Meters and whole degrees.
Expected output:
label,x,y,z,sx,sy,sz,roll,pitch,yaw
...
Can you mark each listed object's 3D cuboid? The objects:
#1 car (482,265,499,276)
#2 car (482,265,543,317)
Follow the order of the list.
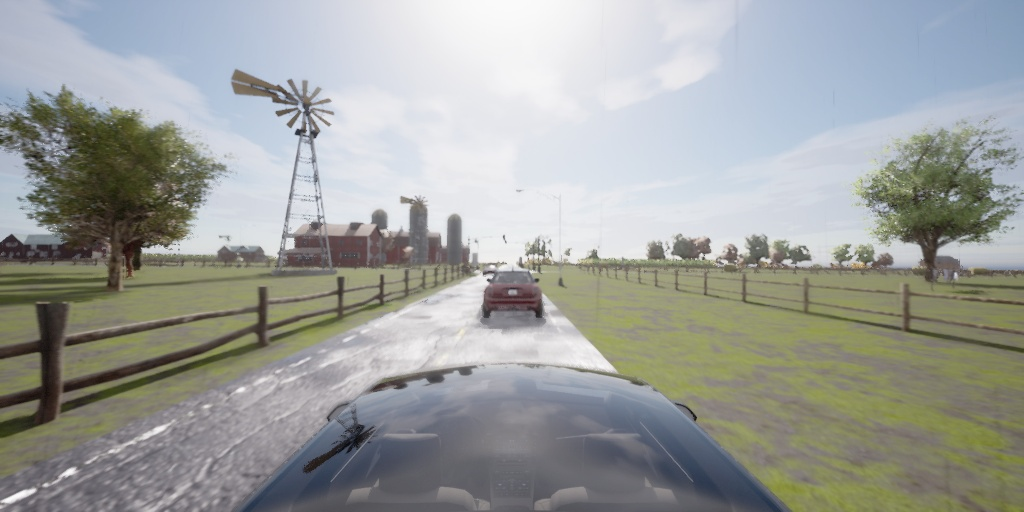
label,x,y,z,sx,sy,sz,roll,pitch,yaw
car,-2.790,1.929,47.648,1.994,1.385,4.181,0,-1,1
car,0.048,1.266,14.123,2.097,1.767,4.553,0,-1,1
